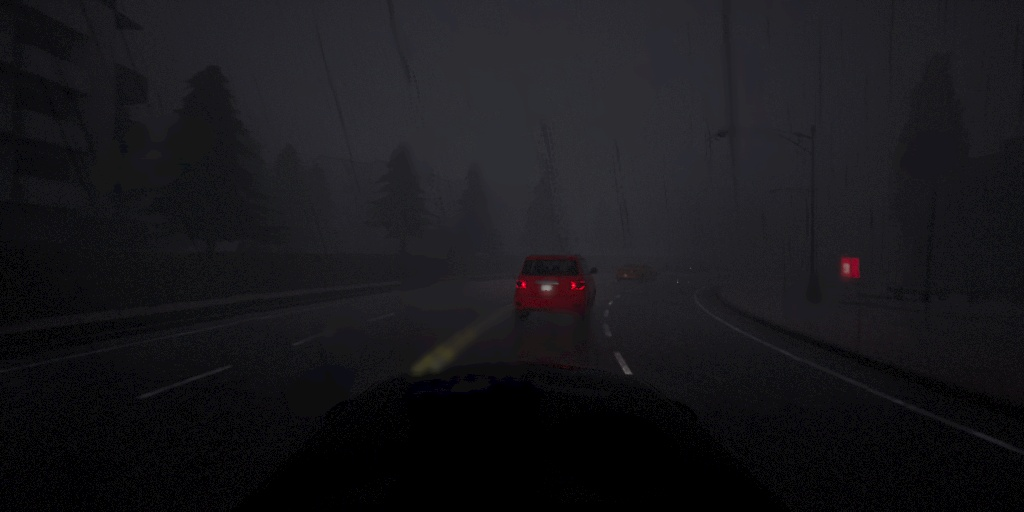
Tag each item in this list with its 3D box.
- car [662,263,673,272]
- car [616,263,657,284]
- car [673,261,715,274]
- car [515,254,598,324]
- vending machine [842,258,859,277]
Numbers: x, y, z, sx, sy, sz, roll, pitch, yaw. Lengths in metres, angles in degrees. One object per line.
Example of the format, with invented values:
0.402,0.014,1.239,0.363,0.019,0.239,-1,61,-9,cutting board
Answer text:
21.314,1.423,45.897,4.181,1.385,1.994,0,0,-25,car
9.797,1.275,28.059,1.882,1.535,5.008,0,0,38,car
21.753,1.369,42.263,4.892,1.490,1.837,0,-1,-26,car
1.667,0.975,12.331,2.150,2.045,5.566,0,0,15,car
32.610,1.130,34.552,0.880,2.100,1.100,0,0,-17,vending machine
